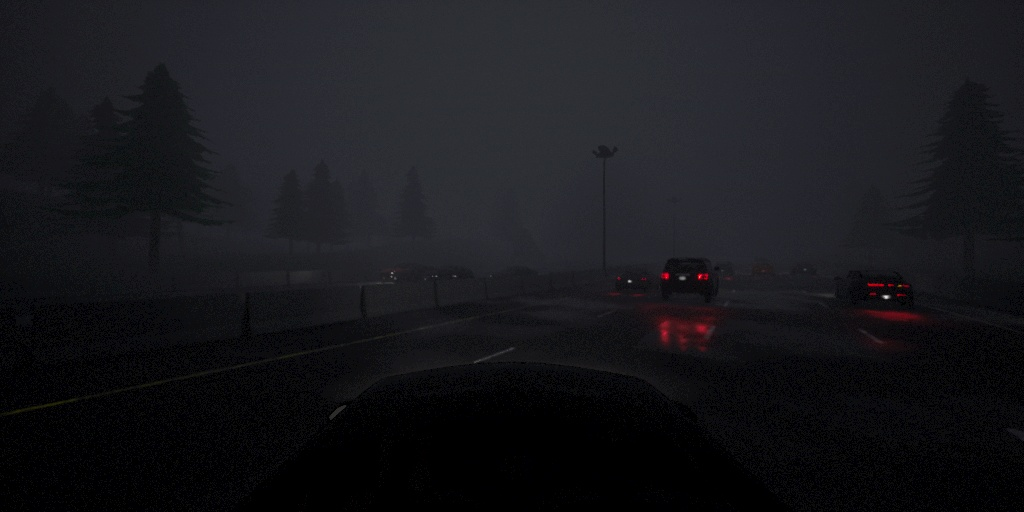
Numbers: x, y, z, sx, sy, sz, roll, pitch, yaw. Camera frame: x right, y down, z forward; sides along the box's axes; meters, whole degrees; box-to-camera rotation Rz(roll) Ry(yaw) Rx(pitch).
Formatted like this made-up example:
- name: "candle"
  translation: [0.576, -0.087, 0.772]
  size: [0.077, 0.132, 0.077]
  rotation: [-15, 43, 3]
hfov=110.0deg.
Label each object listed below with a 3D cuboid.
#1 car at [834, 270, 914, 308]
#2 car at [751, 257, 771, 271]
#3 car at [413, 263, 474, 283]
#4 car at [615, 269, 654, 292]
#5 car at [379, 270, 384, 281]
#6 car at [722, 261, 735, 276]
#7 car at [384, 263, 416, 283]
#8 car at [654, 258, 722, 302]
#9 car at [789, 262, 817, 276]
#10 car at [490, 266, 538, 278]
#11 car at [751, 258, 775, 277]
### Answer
- name: "car"
  translation: [16.065, 1.360, 16.096]
  size: [1.837, 1.490, 4.892]
  rotation: [0, -1, 34]
- name: "car"
  translation: [33.851, 0.995, 48.858]
  size: [2.097, 1.767, 4.553]
  rotation: [0, 1, 32]
- name: "car"
  translation: [-5.117, 1.516, 28.855]
  size: [2.128, 1.511, 4.902]
  rotation: [0, 0, 34]
- name: "car"
  translation: [8.192, 1.495, 23.206]
  size: [1.994, 1.385, 4.181]
  rotation: [0, 0, 34]
- name: "car"
  translation: [-10.189, 1.430, 33.858]
  size: [2.097, 1.767, 4.553]
  rotation: [0, 0, 34]
- name: "car"
  translation: [23.421, 1.316, 39.612]
  size: [2.128, 1.511, 4.902]
  rotation: [0, 0, 34]
- name: "car"
  translation: [-8.011, 1.541, 30.822]
  size: [2.128, 1.511, 4.902]
  rotation: [0, 0, 34]
- name: "car"
  translation: [9.231, 1.119, 18.481]
  size: [2.150, 2.045, 5.566]
  rotation: [0, -1, 34]
- name: "car"
  translation: [30.606, 1.318, 37.753]
  size: [1.994, 1.385, 4.181]
  rotation: [0, 0, 34]
- name: "car"
  translation: [0.280, 1.555, 30.613]
  size: [2.033, 1.411, 5.357]
  rotation: [0, 0, 34]
- name: "car"
  translation: [25.931, 1.285, 37.072]
  size: [1.882, 1.535, 5.008]
  rotation: [0, 0, 34]
